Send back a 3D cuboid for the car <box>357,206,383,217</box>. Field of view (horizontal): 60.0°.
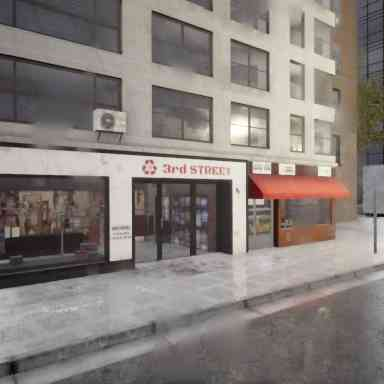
[{"bbox_3d":[16.992,1.600,28.755,2.033,1.411,5.357,0,0,-34],"label":"car"}]
